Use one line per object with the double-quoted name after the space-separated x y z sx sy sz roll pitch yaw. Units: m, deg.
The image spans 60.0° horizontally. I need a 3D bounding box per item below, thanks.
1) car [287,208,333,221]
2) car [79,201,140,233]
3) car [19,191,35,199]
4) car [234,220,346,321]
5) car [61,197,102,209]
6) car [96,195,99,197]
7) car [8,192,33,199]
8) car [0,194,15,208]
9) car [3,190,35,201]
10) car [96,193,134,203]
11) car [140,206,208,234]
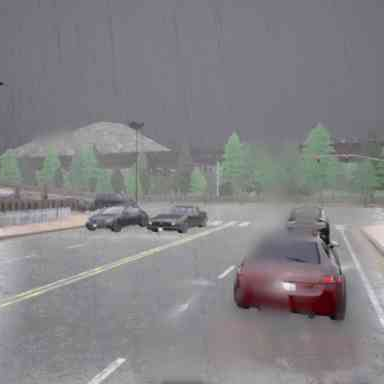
5.537 1.488 15.787 2.128 1.511 4.902 0 0 22 "car"
-4.296 1.522 19.869 1.812 1.442 4.674 0 0 22 "car"
-25.255 1.054 49.450 4.553 1.767 2.097 3 1 20 "car"
2.288 1.562 7.492 1.994 1.385 4.181 0 0 21 "car"
-12.775 1.555 37.501 4.181 1.385 1.994 0 0 20 "car"
-14.599 1.489 41.878 4.892 1.490 1.837 0 0 20 "car"
-24.863 1.271 45.580 4.902 1.511 2.128 2 1 20 "car"
-25.478 1.296 42.076 4.902 1.511 2.128 2 1 20 "car"
-30.763 0.630 59.109 4.902 1.511 2.128 5 2 20 "car"
-10.308 1.207 44.044 5.566 2.045 2.150 0 0 20 "car"
-0.634 1.544 19.582 2.033 1.411 5.357 0 0 22 "car"
